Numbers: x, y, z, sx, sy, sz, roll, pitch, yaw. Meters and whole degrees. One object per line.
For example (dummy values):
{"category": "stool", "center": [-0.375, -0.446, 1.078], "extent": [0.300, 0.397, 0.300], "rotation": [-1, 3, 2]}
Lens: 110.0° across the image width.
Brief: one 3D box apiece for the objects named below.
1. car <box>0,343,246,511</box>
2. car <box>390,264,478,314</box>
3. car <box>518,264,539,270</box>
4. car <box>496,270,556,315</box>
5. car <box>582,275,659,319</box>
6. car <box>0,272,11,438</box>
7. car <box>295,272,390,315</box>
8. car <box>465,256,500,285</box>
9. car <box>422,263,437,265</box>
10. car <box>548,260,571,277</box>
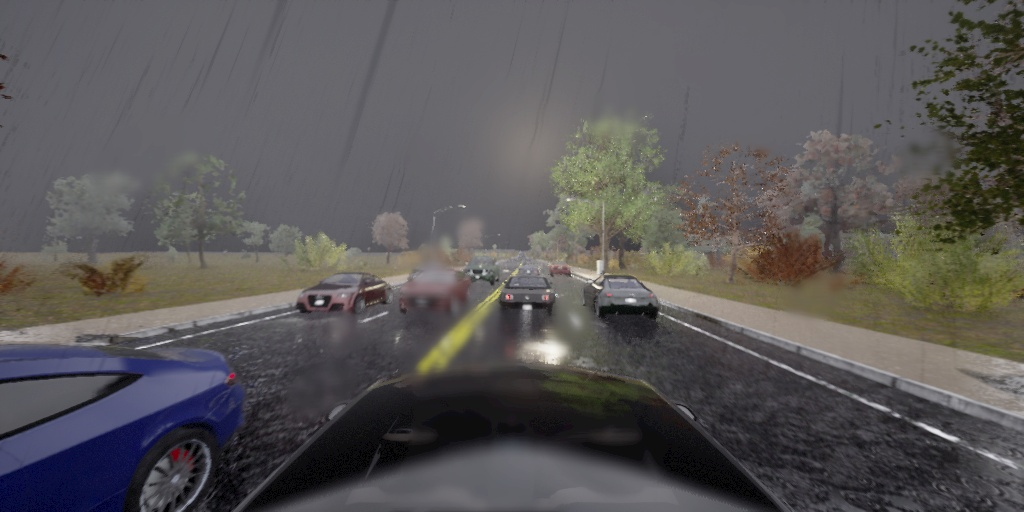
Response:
{"category": "car", "center": [-3.406, 1.250, 1.401], "extent": [1.812, 1.442, 4.674], "rotation": [0, 0, 3]}
{"category": "car", "center": [-2.791, 1.248, 14.128], "extent": [1.882, 1.535, 5.008], "rotation": [0, 0, 3]}
{"category": "car", "center": [1.479, 1.399, 32.242], "extent": [2.033, 1.411, 5.357], "rotation": [0, 0, 3]}
{"category": "car", "center": [0.615, 1.395, 13.946], "extent": [1.895, 1.301, 4.718], "rotation": [0, 0, 3]}
{"category": "car", "center": [3.839, 1.380, 13.300], "extent": [1.994, 1.385, 4.181], "rotation": [0, 0, 3]}
{"category": "car", "center": [-6.641, 1.052, 1.696], "extent": [2.097, 1.767, 4.553], "rotation": [0, 0, 3]}
{"category": "car", "center": [-6.082, 1.308, 13.486], "extent": [1.994, 1.385, 4.181], "rotation": [0, 0, 3]}
{"category": "car", "center": [-2.171, 1.026, 26.867], "extent": [2.150, 2.045, 5.566], "rotation": [0, 1, 3]}
{"category": "car", "center": [-5.549, 1.269, 24.670], "extent": [2.128, 1.511, 4.902], "rotation": [0, 0, 3]}
{"category": "car", "center": [5.030, 1.244, 38.449], "extent": [2.097, 1.767, 4.553], "rotation": [0, 0, 3]}
